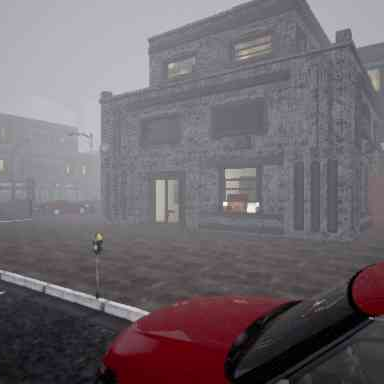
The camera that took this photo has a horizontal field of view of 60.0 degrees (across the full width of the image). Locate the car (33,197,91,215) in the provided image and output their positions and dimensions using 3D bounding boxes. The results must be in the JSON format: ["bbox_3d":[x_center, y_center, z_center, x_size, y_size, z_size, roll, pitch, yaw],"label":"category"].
[{"bbox_3d":[-12.227,1.406,31.715,1.887,1.381,4.507,0,1,35],"label":"car"}]

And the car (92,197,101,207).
[{"bbox_3d":[-13.517,1.359,44.595,2.008,1.369,4.403,0,1,35],"label":"car"}]

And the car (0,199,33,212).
[{"bbox_3d":[-19.123,1.457,36.479,1.802,1.307,4.206,0,1,35],"label":"car"}]

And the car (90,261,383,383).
[{"bbox_3d":[1.576,1.314,1.753,5.009,1.841,2.192,0,0,35],"label":"car"}]
